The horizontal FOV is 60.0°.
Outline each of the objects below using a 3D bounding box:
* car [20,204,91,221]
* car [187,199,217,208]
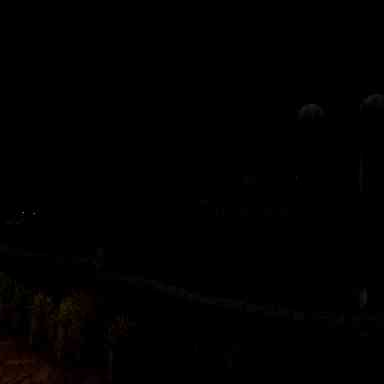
[{"bbox_3d":[-9.989,1.558,24.627,1.895,1.301,4.718,0,-1,36],"label":"car"},{"bbox_3d":[1.343,1.612,40.292,1.812,1.442,4.674,0,0,36],"label":"car"}]
